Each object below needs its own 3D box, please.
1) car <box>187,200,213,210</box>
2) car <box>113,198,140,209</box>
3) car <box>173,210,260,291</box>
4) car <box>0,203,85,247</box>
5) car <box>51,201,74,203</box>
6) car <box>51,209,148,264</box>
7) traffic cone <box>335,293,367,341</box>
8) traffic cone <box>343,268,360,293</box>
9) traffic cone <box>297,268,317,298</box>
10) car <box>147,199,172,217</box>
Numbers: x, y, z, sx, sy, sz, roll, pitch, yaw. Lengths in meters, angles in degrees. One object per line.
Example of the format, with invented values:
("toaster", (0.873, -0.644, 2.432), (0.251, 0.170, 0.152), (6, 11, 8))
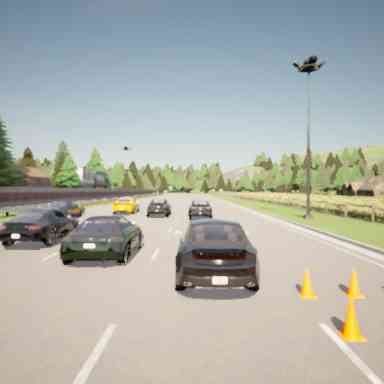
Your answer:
("car", (0.658, 1.361, 27.051), (2.128, 1.511, 4.902), (0, 0, 0))
("car", (-6.314, 1.299, 32.388), (1.882, 1.535, 5.008), (0, 0, 0))
("car", (0.558, 1.462, 8.878), (1.837, 1.490, 4.892), (0, 0, 0))
("car", (-6.411, 1.435, 14.407), (1.812, 1.442, 4.674), (0, 0, 0))
("car", (-9.854, 1.392, 25.427), (2.033, 1.411, 5.357), (0, 0, 0))
("car", (-2.927, 1.498, 11.518), (1.994, 1.385, 4.181), (0, 0, 0))
("traffic cone", (2.449, 1.937, 5.130), (0.340, 0.580, 0.340), (0, 0, 0))
("traffic cone", (3.460, 1.931, 7.124), (0.340, 0.580, 0.340), (0, 0, 0))
("traffic cone", (2.460, 1.928, 7.130), (0.340, 0.580, 0.340), (0, 0, 0))
("car", (-2.830, 1.338, 29.381), (2.128, 1.511, 4.902), (0, 0, 0))
